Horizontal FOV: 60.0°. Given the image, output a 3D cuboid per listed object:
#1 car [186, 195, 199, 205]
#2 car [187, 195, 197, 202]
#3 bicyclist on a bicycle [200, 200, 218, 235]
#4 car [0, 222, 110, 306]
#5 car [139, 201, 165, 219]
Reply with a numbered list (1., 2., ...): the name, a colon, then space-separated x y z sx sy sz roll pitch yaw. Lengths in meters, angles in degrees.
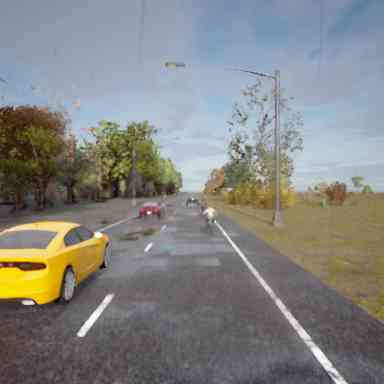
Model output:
1. car: 0.094 1.256 56.423 2.097 1.767 4.553 0 0 0
2. car: 0.001 1.429 74.070 1.994 1.385 4.181 0 0 0
3. bicyclist on a bicycle: 0.965 1.406 17.535 0.866 1.612 1.509 0 0 0
4. car: -3.401 1.463 8.104 1.882 1.535 5.008 0 0 0
5. car: -3.400 1.476 28.571 1.812 1.442 4.674 0 0 0
